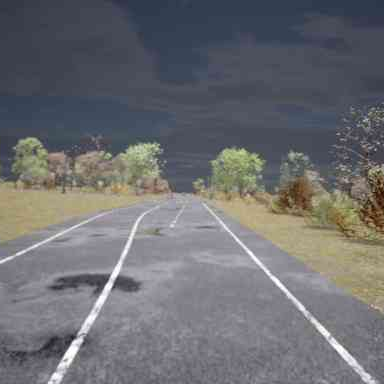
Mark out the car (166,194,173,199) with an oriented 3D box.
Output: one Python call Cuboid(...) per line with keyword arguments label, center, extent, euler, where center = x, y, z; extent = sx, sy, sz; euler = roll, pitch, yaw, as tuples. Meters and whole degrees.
Cuboid(label="car", center=(-6.444, 1.368, 94.679), extent=(2.128, 1.511, 4.902), euler=(2, 0, 0))
